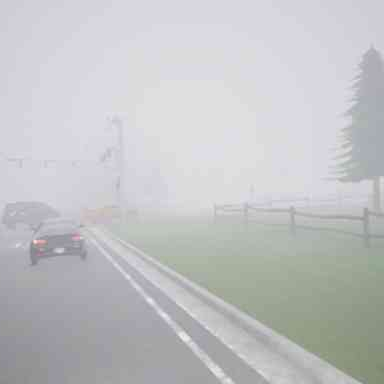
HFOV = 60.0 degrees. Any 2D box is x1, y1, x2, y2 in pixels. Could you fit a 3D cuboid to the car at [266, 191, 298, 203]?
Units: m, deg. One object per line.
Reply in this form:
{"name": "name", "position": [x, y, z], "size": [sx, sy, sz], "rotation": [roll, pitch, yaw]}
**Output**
{"name": "car", "position": [15.617, 0.873, 56.474], "size": [4.553, 1.767, 2.097], "rotation": [-2, 0, -23]}

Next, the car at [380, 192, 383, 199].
{"name": "car", "position": [31.022, 0.412, 50.456], "size": [4.892, 1.490, 1.837], "rotation": [-2, 0, -22]}

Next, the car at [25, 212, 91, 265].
{"name": "car", "position": [-5.171, 1.756, 12.894], "size": [1.812, 1.442, 4.674], "rotation": [-2, 0, -22]}

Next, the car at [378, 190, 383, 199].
{"name": "car", "position": [33.229, 0.396, 55.182], "size": [4.181, 1.385, 1.994], "rotation": [-2, 0, -22]}

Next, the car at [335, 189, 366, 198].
{"name": "car", "position": [30.369, 0.338, 62.711], "size": [5.357, 1.411, 2.033], "rotation": [-2, 0, -23]}

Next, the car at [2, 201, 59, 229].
{"name": "car", "position": [-13.069, 1.791, 27.402], "size": [2.150, 2.045, 5.566], "rotation": [-4, 0, 6]}

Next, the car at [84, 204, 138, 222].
{"name": "car", "position": [-7.256, 1.829, 30.136], "size": [5.008, 1.535, 1.882], "rotation": [-2, -2, -42]}

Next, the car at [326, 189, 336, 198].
{"name": "car", "position": [28.745, 0.251, 65.830], "size": [4.553, 1.767, 2.097], "rotation": [-2, 0, -23]}

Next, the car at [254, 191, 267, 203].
{"name": "car", "position": [13.786, 0.818, 59.480], "size": [5.566, 2.045, 2.150], "rotation": [-2, 0, -23]}
